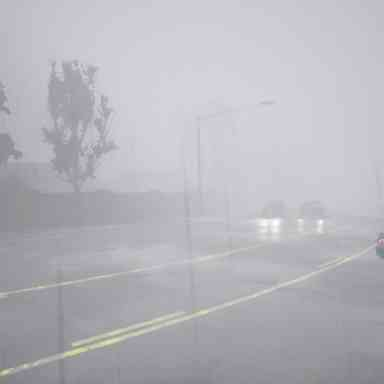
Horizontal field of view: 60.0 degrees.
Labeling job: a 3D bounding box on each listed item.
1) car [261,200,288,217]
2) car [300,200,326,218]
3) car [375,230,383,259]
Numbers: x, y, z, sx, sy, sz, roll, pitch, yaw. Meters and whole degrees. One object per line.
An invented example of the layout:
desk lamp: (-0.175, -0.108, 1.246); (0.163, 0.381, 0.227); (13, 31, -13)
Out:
car: (7.970, 1.565, 31.921); (2.128, 1.511, 4.902); (-1, 0, 25)
car: (10.945, 1.487, 30.023); (1.882, 1.535, 5.008); (-1, 0, 25)
car: (7.799, 1.483, 11.436); (2.033, 1.411, 5.357); (-1, 0, 41)
